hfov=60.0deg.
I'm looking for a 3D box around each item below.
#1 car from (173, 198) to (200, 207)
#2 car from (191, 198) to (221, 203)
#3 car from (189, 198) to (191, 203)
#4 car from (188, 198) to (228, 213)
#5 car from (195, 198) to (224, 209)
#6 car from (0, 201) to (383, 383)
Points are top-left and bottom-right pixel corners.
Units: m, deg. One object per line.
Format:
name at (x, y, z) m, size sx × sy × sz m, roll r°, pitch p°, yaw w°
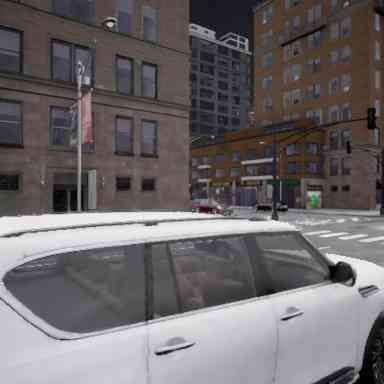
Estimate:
car at (-0.866, 1.574, 50.487) m, size 1.947 × 1.339 × 4.313 m, roll 0°, pitch 0°, yaw -35°
car at (2.139, 1.420, 32.357) m, size 1.967 × 1.590 × 4.097 m, roll 0°, pitch 0°, yaw -35°
car at (-1.045, 1.418, 36.855) m, size 1.967 × 1.590 × 4.097 m, roll 0°, pitch 0°, yaw -35°
car at (1.707, 1.465, 37.360) m, size 1.882 × 1.535 × 5.008 m, roll 0°, pitch 0°, yaw -35°
car at (2.318, 1.589, 45.990) m, size 1.802 × 1.307 × 4.206 m, roll 0°, pitch 0°, yaw -35°
car at (0.134, 1.221, 3.537) m, size 5.566 × 2.045 × 2.150 m, roll 0°, pitch 0°, yaw -36°
